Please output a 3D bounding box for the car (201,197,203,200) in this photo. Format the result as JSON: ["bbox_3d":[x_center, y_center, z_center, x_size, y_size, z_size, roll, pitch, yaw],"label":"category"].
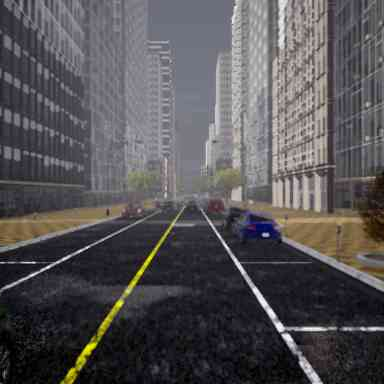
[{"bbox_3d":[2.676,1.754,44.468,2.192,1.841,5.009,-1,-1,0],"label":"car"}]

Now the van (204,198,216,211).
[{"bbox_3d":[2.676,1.836,50.150,1.690,1.788,3.998,-1,-1,0],"label":"van"}]

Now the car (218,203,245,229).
[{"bbox_3d":[3.144,1.737,23.514,1.837,1.490,4.892,0,-1,0],"label":"car"}]

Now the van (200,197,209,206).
[{"bbox_3d":[2.673,2.056,72.883,1.690,1.788,3.998,-1,-1,0],"label":"van"}]

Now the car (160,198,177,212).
[{"bbox_3d":[-3.090,1.952,45.168,1.837,1.490,4.892,0,-1,0],"label":"car"}]

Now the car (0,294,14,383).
[{"bbox_3d":[-3.100,1.372,1.922,2.097,1.767,4.553,0,-1,0],"label":"car"}]

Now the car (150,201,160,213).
[{"bbox_3d":[-5.702,1.962,44.294,1.752,1.417,4.829,-1,-1,0],"label":"car"}]

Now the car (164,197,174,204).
[{"bbox_3d":[-5.709,2.139,84.250,2.192,1.841,5.009,-1,-1,0],"label":"car"}]

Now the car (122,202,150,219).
[{"bbox_3d":[-5.702,1.767,33.098,1.967,1.590,4.097,-1,-1,0],"label":"car"}]

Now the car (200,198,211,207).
[{"bbox_3d":[2.674,2.100,67.200,1.967,1.590,4.097,-1,-1,0],"label":"car"}]

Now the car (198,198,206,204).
[{"bbox_3d":[2.673,2.430,89.932,2.008,1.369,4.403,-1,-1,0],"label":"car"}]

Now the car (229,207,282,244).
[{"bbox_3d":[3.148,1.690,16.513,1.812,1.442,4.674,0,-1,0],"label":"car"}]

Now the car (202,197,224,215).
[{"bbox_3d":[2.677,1.699,38.784,2.192,1.841,5.009,-1,-1,0],"label":"car"}]

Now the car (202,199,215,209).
[{"bbox_3d":[2.676,1.990,55.833,1.967,1.590,4.097,-1,-1,0],"label":"car"}]

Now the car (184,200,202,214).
[{"bbox_3d":[0.066,1.968,40.982,1.994,1.385,4.181,0,-1,0],"label":"car"}]

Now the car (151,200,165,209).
[{"bbox_3d":[-5.704,2.115,55.831,1.947,1.339,4.313,-1,-1,0],"label":"car"}]
